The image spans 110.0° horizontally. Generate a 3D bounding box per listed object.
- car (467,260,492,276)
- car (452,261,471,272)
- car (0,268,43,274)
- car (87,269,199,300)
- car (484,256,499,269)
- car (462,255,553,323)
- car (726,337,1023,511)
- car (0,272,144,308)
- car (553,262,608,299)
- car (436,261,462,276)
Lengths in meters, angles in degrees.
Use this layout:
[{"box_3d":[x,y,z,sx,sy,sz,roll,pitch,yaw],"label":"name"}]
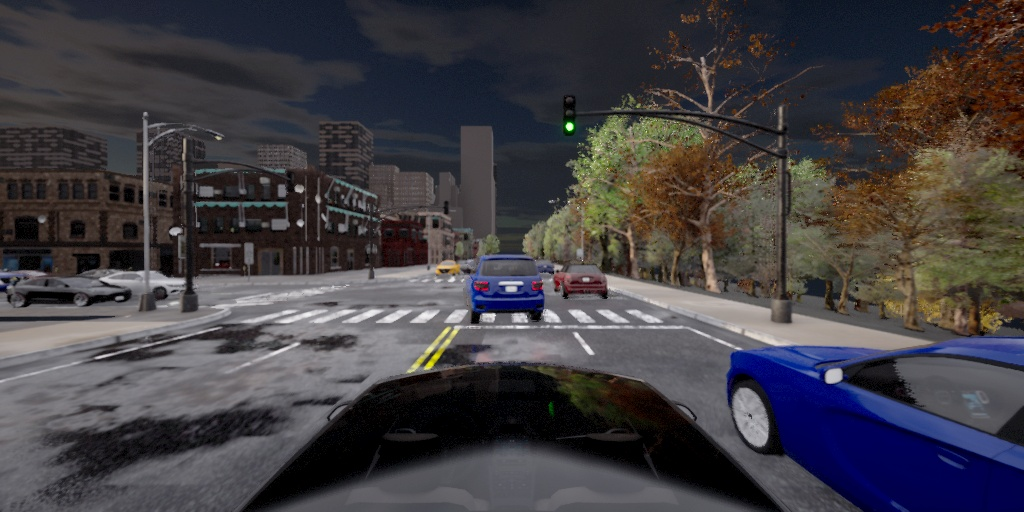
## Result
[{"box_3d":[-3.318,1.236,37.565,2.128,1.511,4.902,0,0,1],"label":"car"},{"box_3d":[-6.535,1.343,46.595,1.895,1.301,4.718,0,0,-1],"label":"car"},{"box_3d":[-29.098,1.301,18.966,5.566,2.045,2.150,-1,1,0],"label":"car"},{"box_3d":[-19.364,1.493,18.962,4.674,1.442,1.812,-1,1,-1],"label":"car"},{"box_3d":[-3.239,0.961,58.145,2.150,2.045,5.566,0,0,0],"label":"car"},{"box_3d":[-0.455,0.973,12.364,2.150,2.045,5.566,0,0,-9],"label":"car"},{"box_3d":[3.353,1.227,2.049,1.882,1.535,5.008,0,0,0],"label":"car"},{"box_3d":[-19.943,1.567,16.251,4.313,1.339,1.948,0,0,0],"label":"car"},{"box_3d":[3.354,1.101,18.333,2.097,1.767,4.553,0,0,0],"label":"car"},{"box_3d":[-6.578,1.223,37.296,1.882,1.535,5.008,0,0,0],"label":"car"}]
